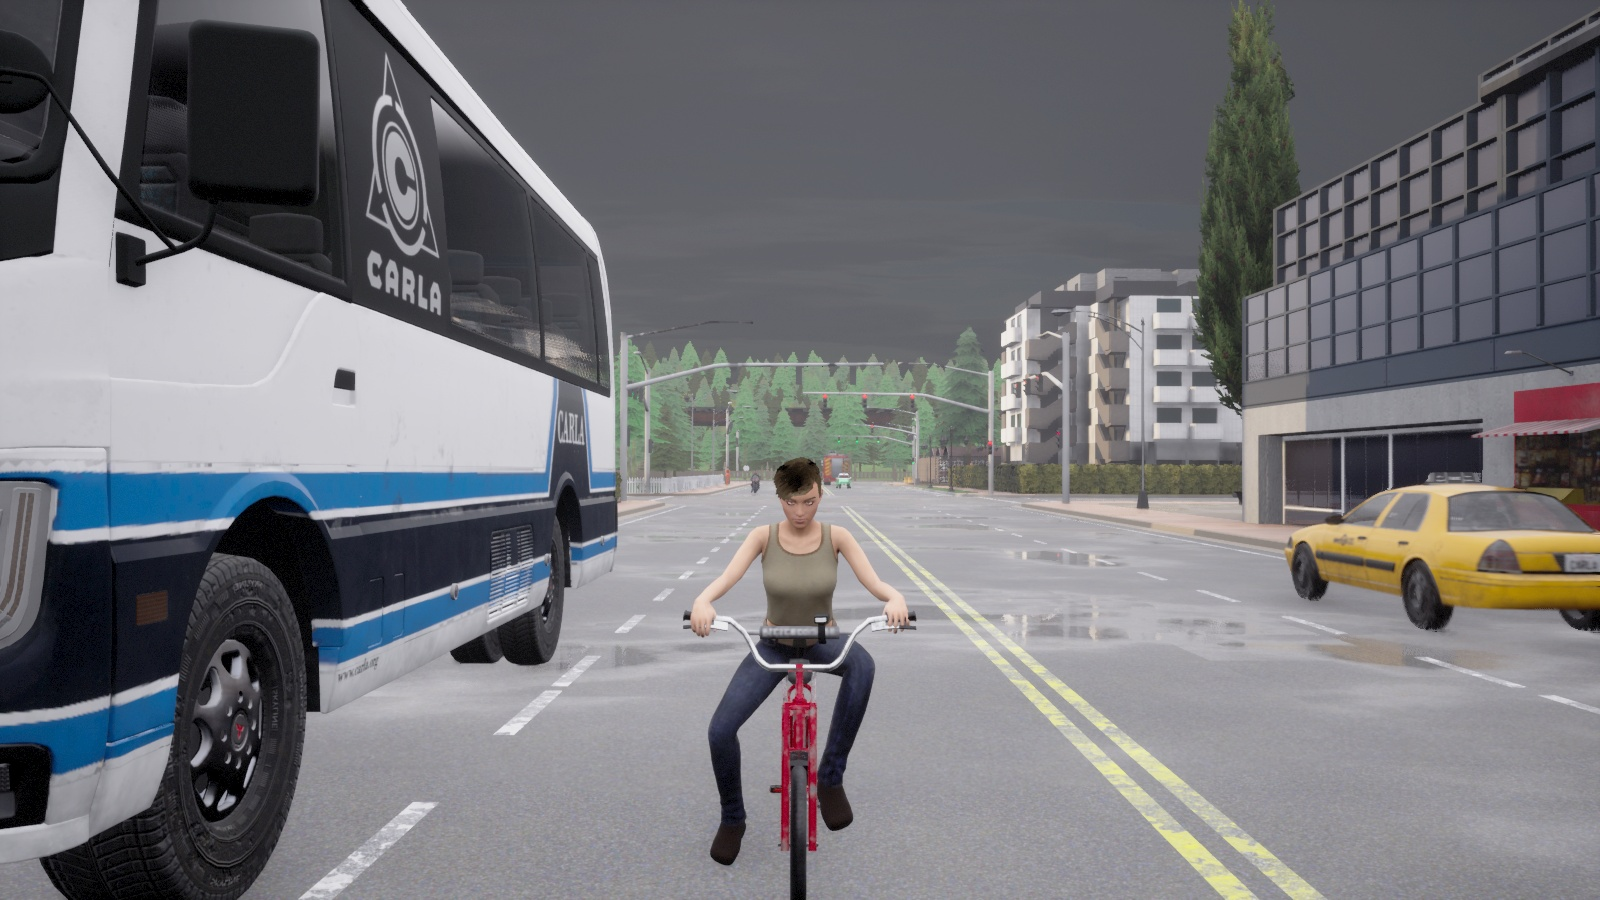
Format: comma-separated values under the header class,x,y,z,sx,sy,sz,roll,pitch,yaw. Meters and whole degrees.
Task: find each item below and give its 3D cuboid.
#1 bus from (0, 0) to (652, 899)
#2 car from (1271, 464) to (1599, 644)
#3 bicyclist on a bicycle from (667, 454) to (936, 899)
class,x,y,z,sx,sy,sz,roll,pitch,yaw
bus,-3.490,-0.422,7.526,3.944,4.253,10.273,0,-1,0
car,7.042,0.955,13.710,1.801,1.575,5.366,0,-1,0
bicyclist on a bicycle,0.005,0.832,4.830,0.866,1.612,1.509,0,-1,0
